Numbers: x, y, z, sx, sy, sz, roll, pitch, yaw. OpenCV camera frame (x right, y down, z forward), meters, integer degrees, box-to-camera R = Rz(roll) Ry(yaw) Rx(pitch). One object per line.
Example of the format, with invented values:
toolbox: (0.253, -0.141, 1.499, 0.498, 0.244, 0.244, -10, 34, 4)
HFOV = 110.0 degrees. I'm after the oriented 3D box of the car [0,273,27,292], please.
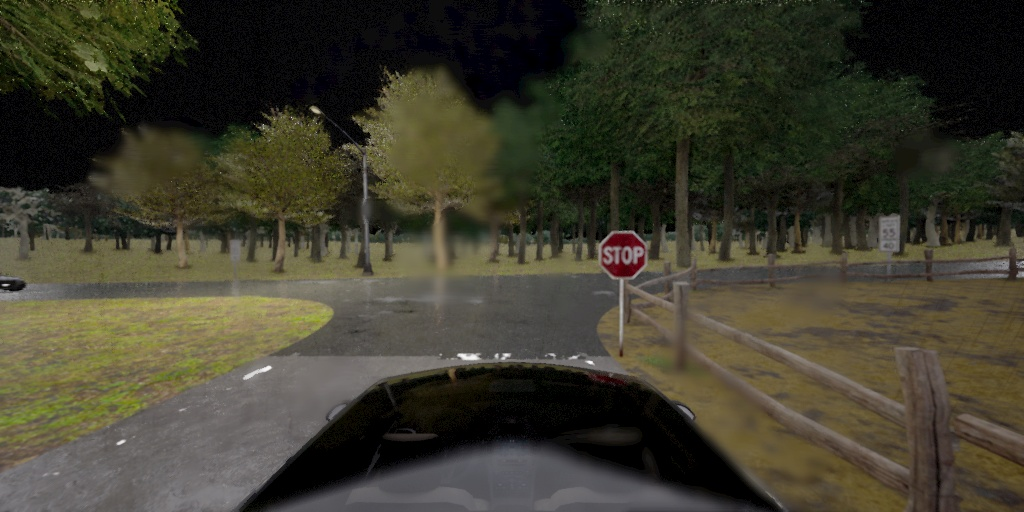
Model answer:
car: (-30.550, 1.481, 20.315, 4.181, 1.385, 1.994, -1, 1, 0)
